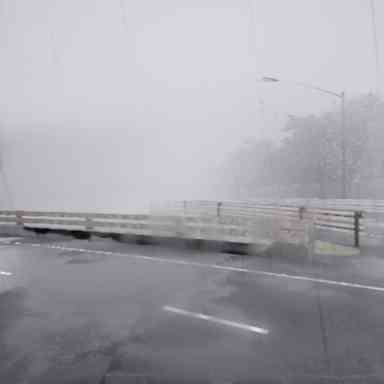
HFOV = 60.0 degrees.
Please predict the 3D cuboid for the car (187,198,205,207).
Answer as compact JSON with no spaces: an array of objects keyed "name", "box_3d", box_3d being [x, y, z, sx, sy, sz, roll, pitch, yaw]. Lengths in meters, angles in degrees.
[{"name":"car","box_3d":[0.506,1.799,51.937,2.097,1.767,4.553,-1,-2,-13]}]
